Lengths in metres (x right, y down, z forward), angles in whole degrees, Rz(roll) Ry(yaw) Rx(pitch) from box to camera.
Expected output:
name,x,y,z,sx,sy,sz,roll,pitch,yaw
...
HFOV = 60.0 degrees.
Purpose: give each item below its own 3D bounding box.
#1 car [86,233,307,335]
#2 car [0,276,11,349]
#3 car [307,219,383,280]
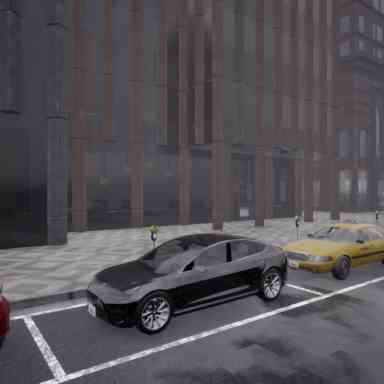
name,x,y,z,sx,sy,sz,roll,pitch,yaw
car,0.122,1.566,6.747,4.313,1.339,1.947,0,0,-36
car,-4.459,1.545,3.463,4.507,1.381,1.887,0,0,-36
car,4.565,1.526,9.931,4.829,1.417,1.752,0,0,-36
